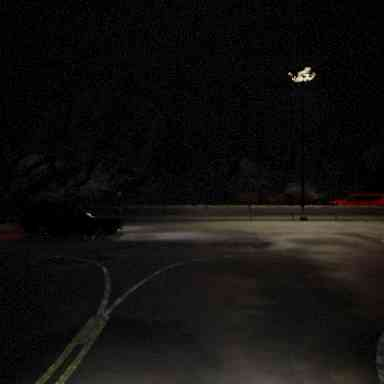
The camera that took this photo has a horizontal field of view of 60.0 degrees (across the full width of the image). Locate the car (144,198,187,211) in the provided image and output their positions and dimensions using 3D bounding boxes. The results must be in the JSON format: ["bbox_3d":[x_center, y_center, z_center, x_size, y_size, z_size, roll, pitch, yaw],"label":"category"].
[{"bbox_3d":[-3.040,1.430,38.635,4.892,1.490,1.837,0,0,-1],"label":"car"}]

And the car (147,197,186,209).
[{"bbox_3d":[-3.163,1.392,42.132,4.902,1.511,2.128,0,0,-1],"label":"car"}]

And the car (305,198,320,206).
[{"bbox_3d":[15.375,1.170,35.316,5.566,2.045,2.150,0,0,-1],"label":"car"}]

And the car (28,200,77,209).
[{"bbox_3d":[-8.147,1.400,20.882,4.553,1.767,2.097,0,0,-1],"label":"car"}]

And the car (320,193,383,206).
[{"bbox_3d":[15.711,1.194,31.820,5.566,2.045,2.150,0,0,-1],"label":"car"}]

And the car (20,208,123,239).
[{"bbox_3d":[-6.078,1.674,17.402,4.718,1.301,1.895,0,0,-1],"label":"car"}]

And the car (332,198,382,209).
[{"bbox_3d":[20.938,1.447,42.365,5.357,1.411,2.033,0,0,0],"label":"car"}]

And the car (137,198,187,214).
[{"bbox_3d":[-3.017,1.521,31.634,5.357,1.411,2.033,0,0,-1],"label":"car"}]
